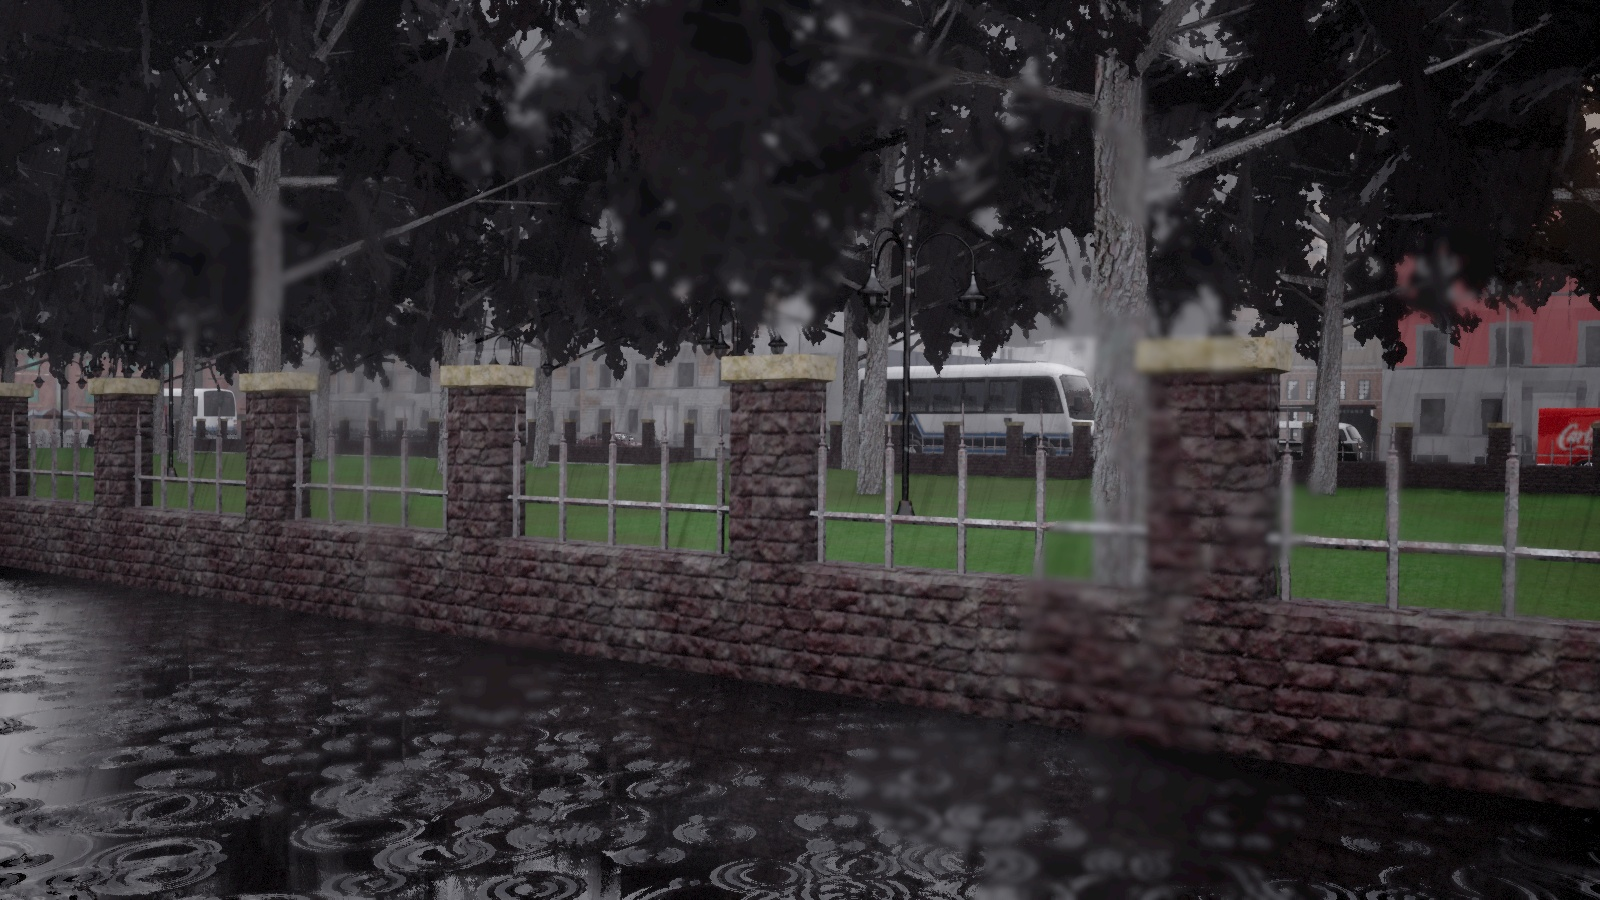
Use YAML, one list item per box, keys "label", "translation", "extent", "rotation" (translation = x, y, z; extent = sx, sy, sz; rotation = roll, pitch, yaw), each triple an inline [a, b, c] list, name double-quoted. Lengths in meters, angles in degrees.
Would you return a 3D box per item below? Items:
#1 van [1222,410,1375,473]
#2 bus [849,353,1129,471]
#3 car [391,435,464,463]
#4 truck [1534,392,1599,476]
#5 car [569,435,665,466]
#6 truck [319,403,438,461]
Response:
- label: "van"
  translation: [16.983, -0.284, 42.855]
  extent: [4.480, 2.038, 2.069]
  rotation: [0, 1, 35]
- label: "bus"
  translation: [7.328, -1.390, 49.699]
  extent: [10.273, 4.253, 3.944]
  rotation: [0, 1, 35]
- label: "car"
  translation: [-20.665, -0.067, 69.625]
  extent: [3.806, 1.475, 1.970]
  rotation: [0, 1, 35]
- label: "truck"
  translation: [24.907, -0.489, 37.226]
  extent: [5.204, 2.467, 2.627]
  rotation: [0, 1, 36]
- label: "car"
  translation: [-8.956, 0.001, 61.315]
  extent: [4.674, 1.442, 1.812]
  rotation: [0, 1, 36]
- label: "truck"
  translation: [-26.447, -1.085, 78.614]
  extent: [7.936, 3.462, 2.891]
  rotation: [0, 1, 35]
